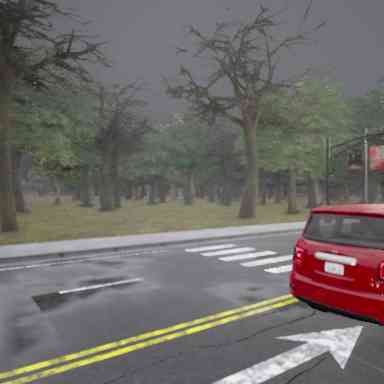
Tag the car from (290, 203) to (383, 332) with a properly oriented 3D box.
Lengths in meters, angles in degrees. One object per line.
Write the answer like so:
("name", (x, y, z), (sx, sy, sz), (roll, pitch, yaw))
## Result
("car", (4.297, 1.237, 6.504), (5.566, 2.045, 2.150), (0, 0, -36))
